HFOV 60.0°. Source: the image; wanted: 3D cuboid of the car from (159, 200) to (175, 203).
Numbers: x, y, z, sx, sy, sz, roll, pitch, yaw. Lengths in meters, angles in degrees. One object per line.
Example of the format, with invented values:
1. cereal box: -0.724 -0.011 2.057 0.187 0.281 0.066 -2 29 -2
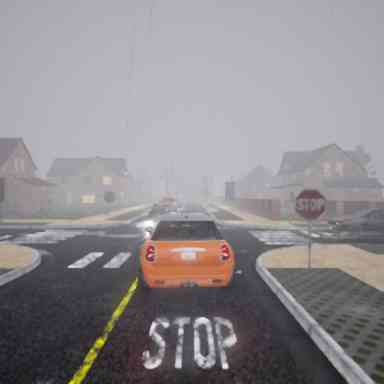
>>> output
1. car: -2.845 1.638 30.419 1.895 1.301 4.718 0 0 0

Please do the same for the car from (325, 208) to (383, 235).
1. car: 10.378 1.614 18.476 5.357 1.411 2.033 0 0 2

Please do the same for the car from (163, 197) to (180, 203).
1. car: -2.836 1.426 40.334 2.097 1.767 4.553 0 0 0

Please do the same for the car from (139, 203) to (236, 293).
1. car: -0.223 1.352 9.053 2.097 1.767 4.553 0 0 -4

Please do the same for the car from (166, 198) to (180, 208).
1. car: -2.830 1.647 50.563 1.812 1.442 4.674 0 0 0
